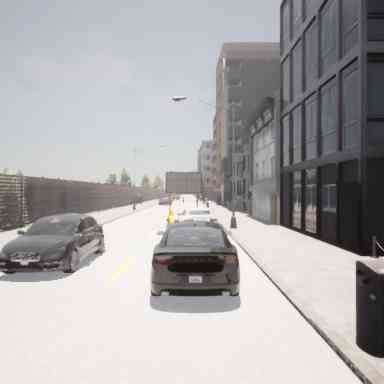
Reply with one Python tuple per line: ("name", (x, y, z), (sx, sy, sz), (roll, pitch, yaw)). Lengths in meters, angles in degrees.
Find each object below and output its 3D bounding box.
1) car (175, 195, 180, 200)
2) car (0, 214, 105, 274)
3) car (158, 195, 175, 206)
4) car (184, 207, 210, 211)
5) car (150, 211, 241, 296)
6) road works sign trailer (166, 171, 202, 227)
("car", (-4.379, 1.485, 91.824), (2.128, 1.511, 4.902), (0, 0, 0))
("car", (-4.144, 1.504, 10.634), (1.837, 1.490, 4.892), (0, 0, 0))
("car", (-4.313, 1.560, 53.736), (1.994, 1.385, 4.181), (0, 0, 0))
("car", (0.238, 1.541, 18.001), (1.812, 1.442, 4.674), (-1, -1, -6))
("car", (0.063, 1.477, 8.660), (1.882, 1.535, 5.008), (0, 0, 0))
("road works sign trailer", (-0.570, 0.463, 21.519), (2.380, 3.560, 2.880), (0, 0, -15))
